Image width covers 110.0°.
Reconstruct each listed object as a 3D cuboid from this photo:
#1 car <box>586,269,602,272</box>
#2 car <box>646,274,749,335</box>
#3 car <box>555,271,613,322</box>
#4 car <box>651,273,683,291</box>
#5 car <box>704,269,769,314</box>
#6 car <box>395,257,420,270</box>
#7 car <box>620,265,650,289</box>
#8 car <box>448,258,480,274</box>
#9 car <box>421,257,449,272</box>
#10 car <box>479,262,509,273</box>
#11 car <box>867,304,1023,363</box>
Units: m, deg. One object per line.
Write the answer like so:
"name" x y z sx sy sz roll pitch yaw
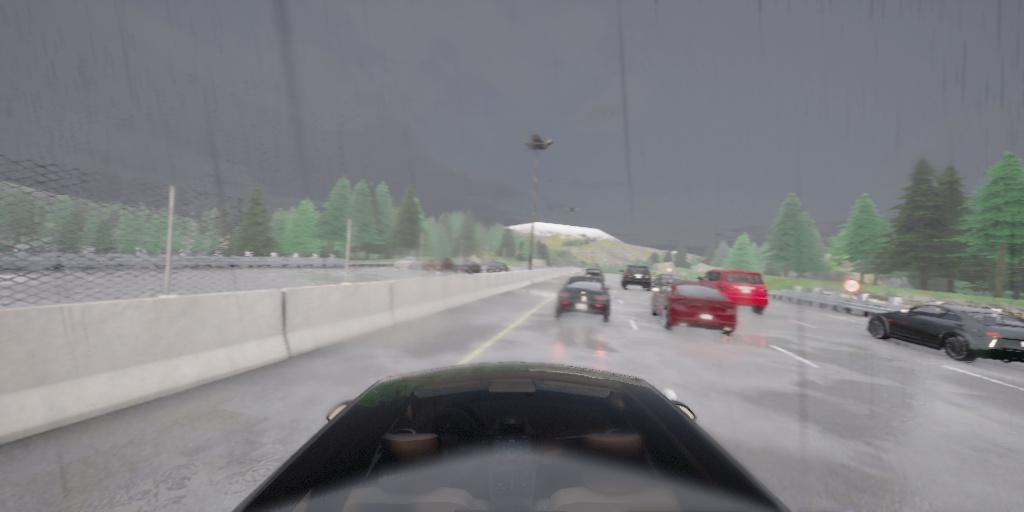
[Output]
"car" 7.728 1.955 33.872 1.837 1.490 4.892 3 -1 14
"car" 6.105 1.623 12.524 1.882 1.535 5.008 3 0 14
"car" 2.742 1.467 13.495 1.812 1.442 4.674 3 0 14
"car" 15.475 2.516 36.140 2.033 1.411 5.357 3 -1 14
"car" 11.270 1.742 18.851 2.150 2.045 5.566 3 0 14
"car" -11.899 0.822 42.304 1.812 1.442 4.674 3 -1 14
"car" 10.575 1.818 30.734 2.150 2.045 5.566 3 -1 14
"car" -5.018 1.297 41.025 2.033 1.411 5.357 3 -1 14
"car" -8.390 0.885 41.891 2.097 1.767 4.553 3 -1 14
"car" -1.667 1.441 40.010 1.837 1.490 4.892 3 -1 14
"car" 12.785 2.114 10.446 1.994 1.385 4.181 3 0 14
